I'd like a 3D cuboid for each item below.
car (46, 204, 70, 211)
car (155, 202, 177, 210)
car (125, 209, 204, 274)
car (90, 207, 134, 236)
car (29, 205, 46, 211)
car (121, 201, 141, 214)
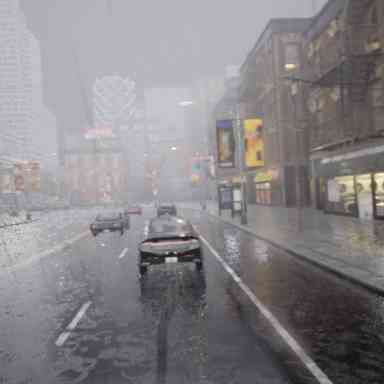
[{"bbox_3d":[-30.037,3.458,75.362,4.718,1.301,1.895,-3,0,25],"label":"car"},{"bbox_3d":[-2.542,1.766,32.871,1.837,1.490,4.892,-3,0,-6],"label":"car"},{"bbox_3d":[-0.744,1.573,11.061,2.128,1.511,4.902,-3,0,-5],"label":"car"},{"bbox_3d":[-5.060,1.948,21.175,1.895,1.301,4.718,-3,0,-4],"label":"car"},{"bbox_3d":[-35.494,3.675,77.097,4.674,1.452,2.002,-3,0,15],"label":"car"},{"bbox_3d":[-7.197,2.097,40.324,1.994,1.385,4.181,-3,0,-12],"label":"car"}]
